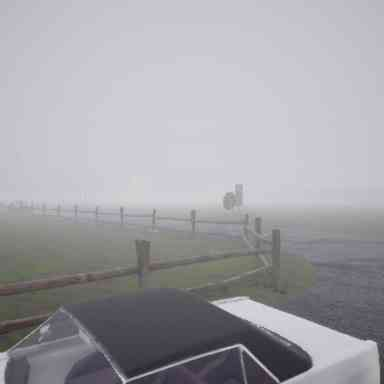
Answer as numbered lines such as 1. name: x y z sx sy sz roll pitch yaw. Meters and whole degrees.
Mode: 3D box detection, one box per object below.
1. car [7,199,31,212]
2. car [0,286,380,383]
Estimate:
1. car: -24.260 1.884 46.816 2.097 1.767 4.553 0 -1 -44
2. car: -0.656 1.601 2.471 4.718 1.301 1.895 0 0 -35
